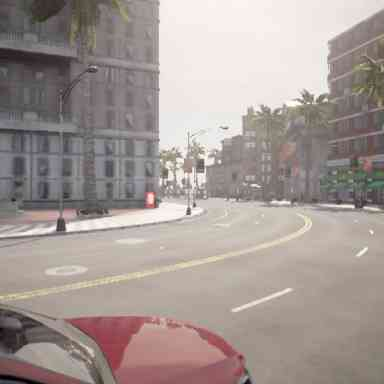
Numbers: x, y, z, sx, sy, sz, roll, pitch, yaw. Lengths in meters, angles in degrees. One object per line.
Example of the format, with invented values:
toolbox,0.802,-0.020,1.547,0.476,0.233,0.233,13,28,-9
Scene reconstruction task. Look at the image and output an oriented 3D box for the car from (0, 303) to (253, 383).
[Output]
car,-1.611,1.517,2.130,4.674,1.442,1.812,0,0,-35
